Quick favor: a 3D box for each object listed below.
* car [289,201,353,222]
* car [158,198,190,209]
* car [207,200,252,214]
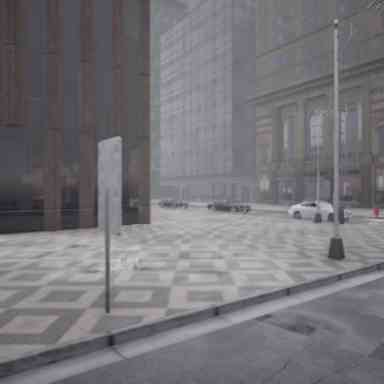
[{"bbox_3d":[9.382,1.389,24.499,1.812,1.442,4.674,0,0,-37],"label":"car"},{"bbox_3d":[-2.283,1.412,40.888,1.895,1.301,4.718,0,0,-35],"label":"car"},{"bbox_3d":[3.614,1.437,32.608,1.895,1.301,4.718,0,0,-36],"label":"car"}]
